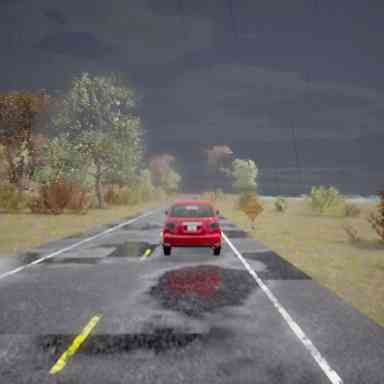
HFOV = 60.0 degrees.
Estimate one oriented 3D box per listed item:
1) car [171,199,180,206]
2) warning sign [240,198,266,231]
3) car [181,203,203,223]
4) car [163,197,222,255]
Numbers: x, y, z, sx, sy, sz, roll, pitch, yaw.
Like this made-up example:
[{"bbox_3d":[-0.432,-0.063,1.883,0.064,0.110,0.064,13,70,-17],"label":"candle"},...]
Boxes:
[{"bbox_3d":[-3.469,2.166,71.693,1.812,1.442,4.674,0,0,0],"label":"car"},{"bbox_3d":[3.554,1.296,19.498,1.300,1.860,1.060,0,-1,0],"label":"warning sign"},{"bbox_3d":[0.020,1.796,29.374,1.812,1.442,4.674,0,0,0],"label":"car"},{"bbox_3d":[0.007,1.347,13.997,2.150,2.045,5.566,0,0,0],"label":"car"}]
